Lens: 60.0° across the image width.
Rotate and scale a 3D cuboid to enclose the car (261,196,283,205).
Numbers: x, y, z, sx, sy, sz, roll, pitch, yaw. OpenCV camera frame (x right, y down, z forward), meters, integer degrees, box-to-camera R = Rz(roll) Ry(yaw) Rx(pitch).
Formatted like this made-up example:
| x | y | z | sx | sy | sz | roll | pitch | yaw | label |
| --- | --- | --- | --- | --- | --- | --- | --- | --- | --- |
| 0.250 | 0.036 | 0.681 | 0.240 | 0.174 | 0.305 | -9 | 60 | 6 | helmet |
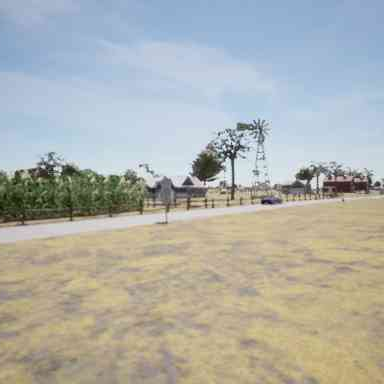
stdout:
| x | y | z | sx | sy | sz | roll | pitch | yaw | label |
| --- | --- | --- | --- | --- | --- | --- | --- | --- | --- |
| 12.269 | 1.302 | 51.199 | 1.895 | 1.301 | 4.718 | -1 | 0 | 36 | car |
